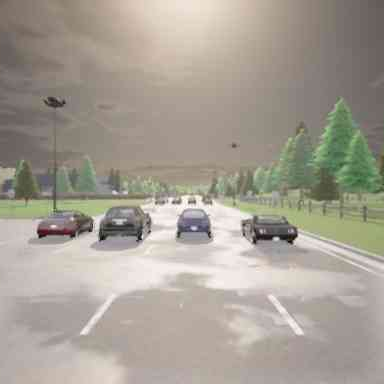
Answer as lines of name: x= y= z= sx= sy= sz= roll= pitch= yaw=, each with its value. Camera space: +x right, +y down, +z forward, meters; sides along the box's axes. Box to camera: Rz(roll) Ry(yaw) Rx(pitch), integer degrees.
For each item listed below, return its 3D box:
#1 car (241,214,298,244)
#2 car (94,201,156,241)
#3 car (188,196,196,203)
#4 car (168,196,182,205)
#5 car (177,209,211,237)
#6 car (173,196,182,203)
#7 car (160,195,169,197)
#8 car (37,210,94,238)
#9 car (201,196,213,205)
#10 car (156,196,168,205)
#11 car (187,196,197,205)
car: x=3.606 y=1.724 z=16.423 sx=1.895 sy=1.301 sz=4.718 roll=0 pitch=0 yaw=0
car: x=-3.394 y=1.485 z=17.715 sx=2.097 sy=1.767 sz=4.553 roll=0 pitch=0 yaw=0
car: x=0.025 y=1.793 z=81.837 sx=2.097 sy=1.767 sz=4.553 roll=0 pitch=0 yaw=0
car: x=-3.478 y=2.069 z=72.899 sx=2.128 sy=1.511 sz=4.902 roll=0 pitch=0 yaw=0
car: x=0.106 y=1.668 z=19.023 sx=1.812 sy=1.442 sz=4.674 roll=0 pitch=0 yaw=0
car: x=-3.475 y=1.793 z=81.826 sx=2.097 sy=1.767 sz=4.553 roll=0 pitch=0 yaw=0
car: x=-6.975 y=1.664 z=81.891 sx=2.150 sy=2.045 sz=5.566 roll=0 pitch=0 yaw=0
car: x=-6.894 y=1.704 z=18.582 sx=1.994 sy=1.385 sz=4.181 roll=0 pitch=0 yaw=0
car: x=3.522 y=2.073 z=71.752 sx=2.033 sy=1.411 sz=5.357 roll=0 pitch=0 yaw=0
car: x=-6.978 y=2.083 z=72.557 sx=1.994 sy=1.385 sz=4.181 roll=0 pitch=0 yaw=0
car: x=0.022 y=2.067 z=72.905 sx=1.812 sy=1.442 sz=4.674 roll=0 pitch=0 yaw=0
